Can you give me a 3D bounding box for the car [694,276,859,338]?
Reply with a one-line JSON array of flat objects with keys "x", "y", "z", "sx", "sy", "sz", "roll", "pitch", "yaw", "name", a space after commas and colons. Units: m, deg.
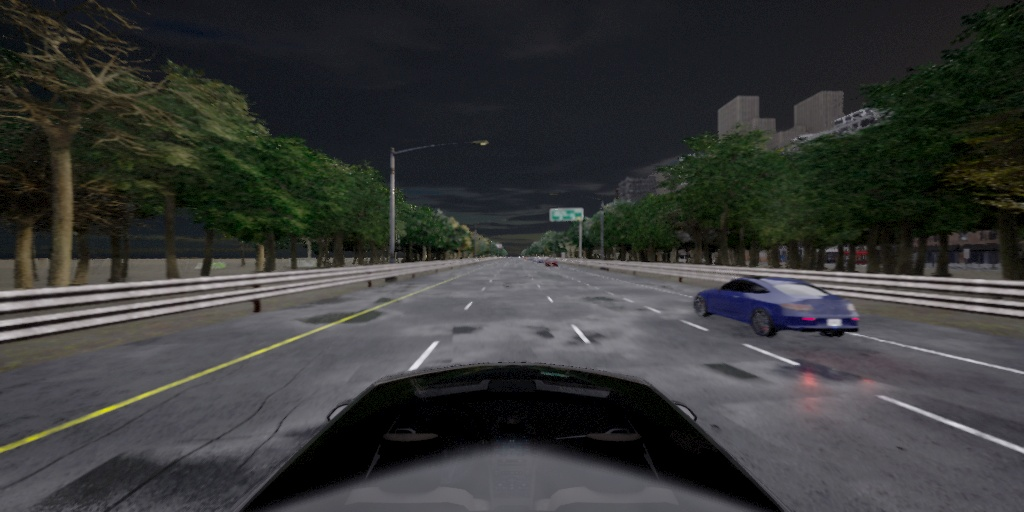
[{"x": 7.003, "y": 1.281, "z": 10.090, "sx": 1.812, "sy": 1.442, "sz": 4.674, "roll": 0, "pitch": 0, "yaw": 0, "name": "car"}]
